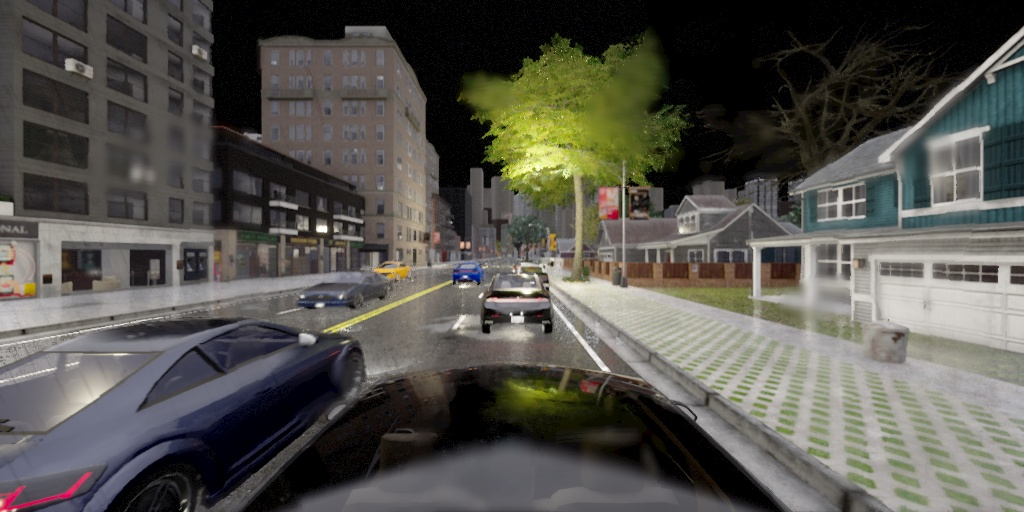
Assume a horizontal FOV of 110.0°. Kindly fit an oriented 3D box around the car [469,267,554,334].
[{"bbox_3d":[0.134,1.243,10.645,2.128,1.511,4.902,0,0,0],"label":"car"}]

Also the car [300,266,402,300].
[{"bbox_3d":[-6.547,1.298,14.889,2.033,1.411,5.357,0,0,0],"label":"car"}]

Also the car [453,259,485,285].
[{"bbox_3d":[-3.054,1.223,25.972,1.882,1.535,5.008,0,0,0],"label":"car"}]

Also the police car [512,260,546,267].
[{"bbox_3d":[1.050,1.173,20.895,1.930,1.638,5.238,0,0,0],"label":"police car"}]

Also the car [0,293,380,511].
[{"bbox_3d":[-3.144,1.314,3.626,1.994,1.385,4.181,0,0,0],"label":"car"}]

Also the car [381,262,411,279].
[{"bbox_3d":[-9.742,1.222,29.227,1.882,1.535,5.008,0,0,0],"label":"car"}]

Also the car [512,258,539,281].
[{"bbox_3d":[1.089,1.094,30.755,2.097,1.767,4.553,0,0,0],"label":"car"}]
